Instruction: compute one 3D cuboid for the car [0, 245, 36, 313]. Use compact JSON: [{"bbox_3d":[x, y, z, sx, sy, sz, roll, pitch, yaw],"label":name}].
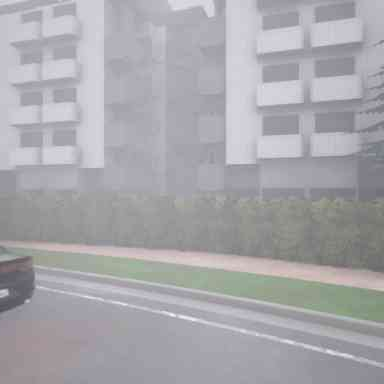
[{"bbox_3d":[-5.300,1.478,6.428,5.008,1.535,1.882,0,0,26],"label":"car"}]
